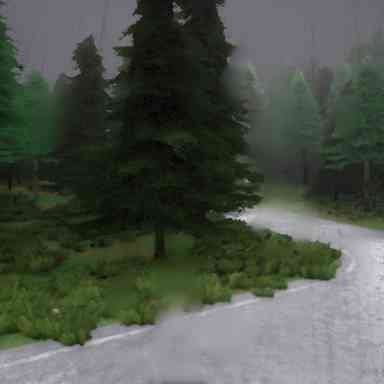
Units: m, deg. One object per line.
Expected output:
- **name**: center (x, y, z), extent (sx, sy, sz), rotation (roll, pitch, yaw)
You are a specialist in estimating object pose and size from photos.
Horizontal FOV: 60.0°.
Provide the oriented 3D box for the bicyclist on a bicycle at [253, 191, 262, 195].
- **bicyclist on a bicycle**: center (7.070, 0.214, 36.419), extent (1.656, 1.620, 0.582), rotation (-16, 10, -24)
